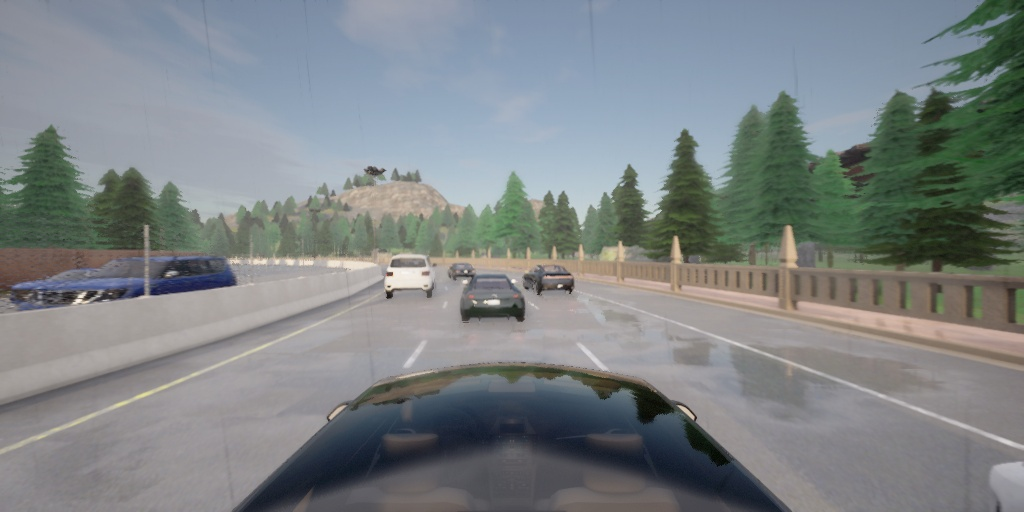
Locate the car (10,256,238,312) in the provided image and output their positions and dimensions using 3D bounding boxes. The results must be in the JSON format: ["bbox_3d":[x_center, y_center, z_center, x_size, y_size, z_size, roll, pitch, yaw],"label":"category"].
[{"bbox_3d":[-11.281,1.008,11.322,2.150,2.045,5.566,0,0,-7],"label":"car"}]

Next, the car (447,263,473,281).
[{"bbox_3d":[-4.289,1.261,30.211,2.033,1.411,5.357,0,0,-17],"label":"car"}]

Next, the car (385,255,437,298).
[{"bbox_3d":[-5.179,0.963,18.756,2.150,2.045,5.566,0,0,-10],"label":"car"}]

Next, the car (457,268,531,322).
[{"bbox_3d":[-0.739,1.297,12.250,1.994,1.385,4.181,0,0,-6],"label":"car"}]

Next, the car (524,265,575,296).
[{"bbox_3d":[1.817,1.198,19.105,2.128,1.511,4.902,0,0,-10],"label":"car"}]
